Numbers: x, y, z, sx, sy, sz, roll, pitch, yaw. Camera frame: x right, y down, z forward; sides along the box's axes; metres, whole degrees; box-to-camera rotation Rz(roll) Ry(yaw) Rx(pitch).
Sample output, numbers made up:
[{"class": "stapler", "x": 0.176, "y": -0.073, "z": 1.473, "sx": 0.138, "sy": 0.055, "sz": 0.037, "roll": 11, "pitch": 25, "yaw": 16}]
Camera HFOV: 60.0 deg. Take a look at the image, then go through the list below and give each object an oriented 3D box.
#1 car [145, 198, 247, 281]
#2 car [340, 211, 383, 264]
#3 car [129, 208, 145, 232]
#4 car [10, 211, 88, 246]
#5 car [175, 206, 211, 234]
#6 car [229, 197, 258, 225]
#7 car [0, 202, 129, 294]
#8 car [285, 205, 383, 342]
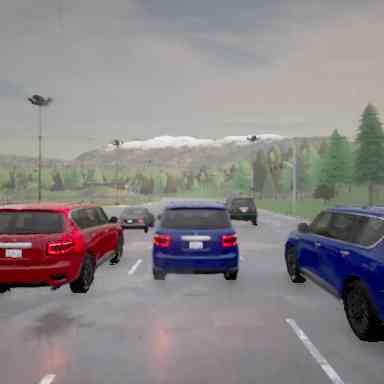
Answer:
[{"class": "car", "x": 0.082, "y": 1.292, "z": 10.177, "sx": 2.150, "sy": 2.045, "sz": 5.566, "roll": 0, "pitch": 0, "yaw": 0}, {"class": "car", "x": 7.085, "y": 1.553, "z": 11.337, "sx": 1.882, "sy": 1.535, "sz": 5.008, "roll": 0, "pitch": 0, "yaw": 0}, {"class": "car", "x": -3.426, "y": 1.686, "z": 20.849, "sx": 2.033, "sy": 1.411, "sz": 5.357, "roll": 0, "pitch": 0, "yaw": 0}, {"class": "car", "x": -6.920, "y": 1.712, "z": 16.703, "sx": 1.895, "sy": 1.301, "sz": 4.718, "roll": 0, "pitch": 0, "yaw": 0}, {"class": "car", "x": 0.074, "y": 1.690, "z": 21.402, "sx": 2.033, "sy": 1.411, "sz": 5.357, "roll": 0, "pitch": 0, "yaw": 0}, {"class": "car", "x": 3.568, "y": 1.392, "z": 25.554, "sx": 2.150, "sy": 2.045, "sz": 5.566, "roll": 0, "pitch": 0, "yaw": 0}, {"class": "car", "x": -3.417, "y": 1.283, "z": 9.088, "sx": 2.150, "sy": 2.045, "sz": 5.566, "roll": 0, "pitch": 0, "yaw": 0}, {"class": "car", "x": 3.603, "y": 1.269, "z": 6.683, "sx": 2.150, "sy": 2.045, "sz": 5.566, "roll": 0, "pitch": 0, "yaw": 0}]
